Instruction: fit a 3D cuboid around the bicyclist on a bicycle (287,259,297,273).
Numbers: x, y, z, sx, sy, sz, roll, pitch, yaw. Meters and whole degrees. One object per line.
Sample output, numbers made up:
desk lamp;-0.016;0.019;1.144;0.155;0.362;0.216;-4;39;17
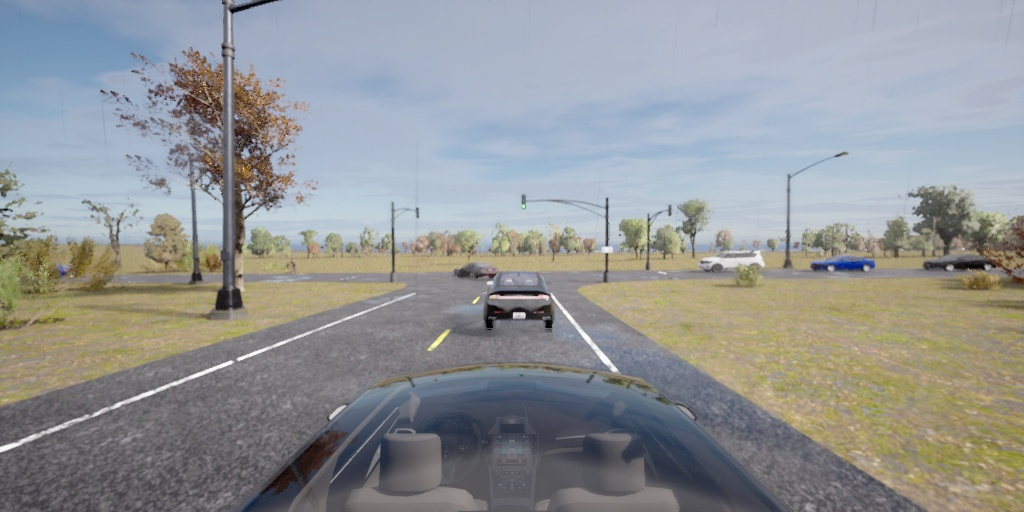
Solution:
bicyclist on a bicycle;-25.851;1.232;42.186;0.582;1.620;1.656;-1;0;4

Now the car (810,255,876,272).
car;31.134;0.692;33.865;5.008;1.535;1.882;-1;2;4

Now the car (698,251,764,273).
car;21.127;0.545;34.635;5.566;2.045;2.150;-1;2;4

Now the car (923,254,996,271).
car;41.166;0.587;33.081;5.008;1.535;1.882;-1;2;4

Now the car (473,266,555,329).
car;0.208;1.208;11.070;2.128;1.511;4.902;0;0;1

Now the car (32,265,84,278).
car;-50.701;1.701;40.094;4.674;1.442;1.812;-1;2;4

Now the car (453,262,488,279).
car;-3.185;1.252;30.760;2.033;1.411;5.357;-1;-1;-35
